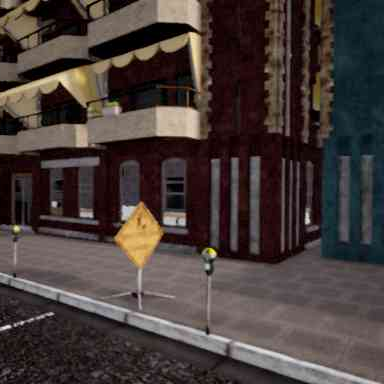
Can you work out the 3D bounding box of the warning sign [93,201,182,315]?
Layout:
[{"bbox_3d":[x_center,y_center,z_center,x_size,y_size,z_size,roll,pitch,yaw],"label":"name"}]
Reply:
[{"bbox_3d":[-1.014,1.117,6.378,1.060,1.860,1.300,1,0,35],"label":"warning sign"}]
